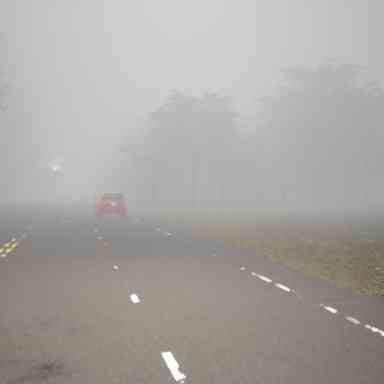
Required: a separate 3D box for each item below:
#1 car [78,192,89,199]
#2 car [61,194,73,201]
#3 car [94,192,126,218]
[{"bbox_3d":[-27.016,1.019,83.847,1.882,1.535,5.008,1,0,-20],"label":"car"},{"bbox_3d":[-24.094,1.128,63.984,1.895,1.301,4.718,1,0,-15],"label":"car"},{"bbox_3d":[-6.950,1.039,28.136,2.150,2.045,5.566,1,0,-20],"label":"car"}]
